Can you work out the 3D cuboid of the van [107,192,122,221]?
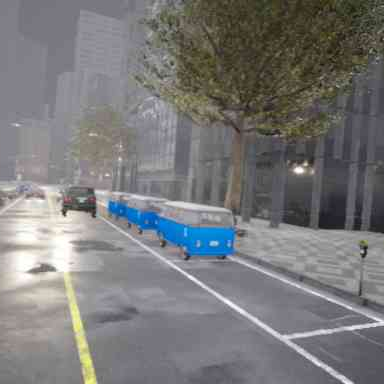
[{"bbox_3d":[-4.572,0.935,22.233,1.690,1.788,3.998,4,0,-24],"label":"van"}]

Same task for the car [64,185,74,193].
[{"bbox_3d":[-27.309,-0.700,73.771,1.752,1.417,4.829,4,0,-24],"label":"car"}]

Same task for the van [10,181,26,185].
[{"bbox_3d":[-23.673,-0.548,44.472,1.690,1.788,3.998,4,0,-24],"label":"van"}]

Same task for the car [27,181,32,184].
[{"bbox_3d":[-30.477,-0.992,59.887,1.967,1.590,4.097,4,0,-24],"label":"car"}]

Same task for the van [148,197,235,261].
[{"bbox_3d":[-0.041,1.301,11.956,1.690,1.788,3.998,4,0,-24],"label":"van"}]

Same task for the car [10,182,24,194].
[{"bbox_3d":[-21.423,-0.158,39.334,2.008,1.369,4.403,4,0,-24],"label":"car"}]

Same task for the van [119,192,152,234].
[{"bbox_3d":[-2.307,1.118,17.095,1.690,1.788,3.998,4,0,-24],"label":"van"}]

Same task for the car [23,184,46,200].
[{"bbox_3d":[-18.002,0.113,38.407,1.994,1.385,4.181,4,0,-24],"label":"car"}]

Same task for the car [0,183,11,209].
[{"bbox_3d":[-14.618,0.278,23.918,1.967,1.590,4.097,4,0,-24],"label":"car"}]

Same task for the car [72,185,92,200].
[{"bbox_3d":[-15.898,-0.002,47.924,2.192,1.841,5.009,4,0,-24],"label":"car"}]

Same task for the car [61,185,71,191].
[{"bbox_3d":[-31.774,-1.027,83.892,2.008,1.369,4.403,4,0,-24],"label":"car"}]

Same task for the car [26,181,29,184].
[{"bbox_3d":[-25.954,-0.526,49.610,1.887,1.381,4.507,4,0,-24],"label":"car"}]

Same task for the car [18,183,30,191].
[{"bbox_3d":[-32.753,-1.031,65.026,1.802,1.307,4.206,4,0,-24],"label":"car"}]

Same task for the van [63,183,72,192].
[{"bbox_3d":[-29.493,-1.057,78.753,1.690,1.788,3.998,4,0,-24],"label":"van"}]

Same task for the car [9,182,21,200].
[{"bbox_3d":[-19.157,0.024,34.195,2.008,1.369,4.403,4,0,-24],"label":"car"}]

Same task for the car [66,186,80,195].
[{"bbox_3d":[-22.711,-0.309,63.339,2.008,1.369,4.403,4,0,-24],"label":"car"}]

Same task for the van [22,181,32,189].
[{"bbox_3d":[-37.268,-1.630,75.303,1.690,1.788,3.998,4,0,-24],"label":"van"}]

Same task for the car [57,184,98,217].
[{"bbox_3d":[-7.976,0.559,23.305,2.150,2.045,5.566,4,0,-23],"label":"car"}]
